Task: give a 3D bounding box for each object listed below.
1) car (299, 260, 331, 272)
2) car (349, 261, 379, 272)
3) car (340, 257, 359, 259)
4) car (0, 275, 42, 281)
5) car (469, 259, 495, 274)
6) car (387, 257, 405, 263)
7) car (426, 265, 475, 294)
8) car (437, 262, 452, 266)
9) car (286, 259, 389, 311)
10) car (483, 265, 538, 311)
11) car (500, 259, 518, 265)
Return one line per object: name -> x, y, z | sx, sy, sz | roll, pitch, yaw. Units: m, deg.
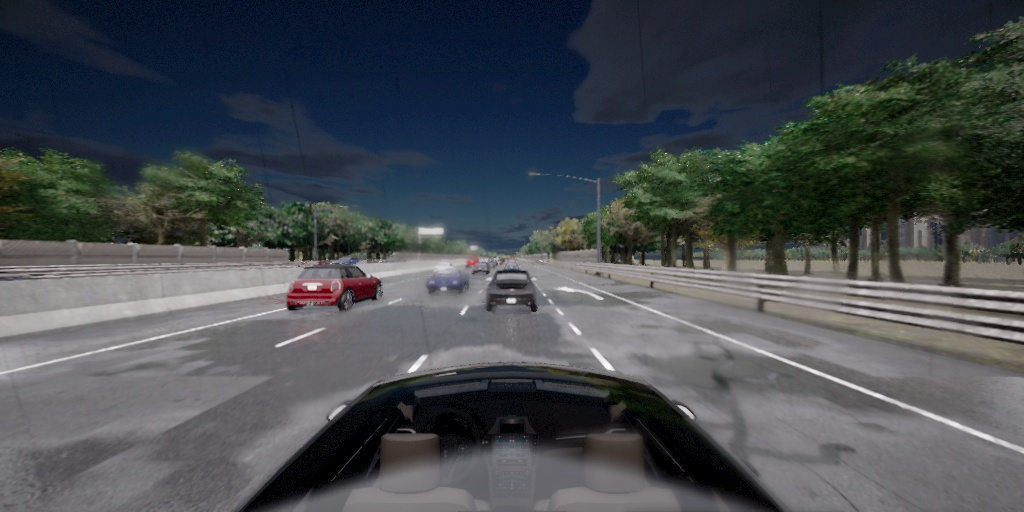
car -> -28.092, 1.398, 51.302 | 1.882, 1.535, 5.008 | 0, 0, 0
car -> -21.091, 1.467, 51.348 | 2.033, 1.411, 5.357 | 0, 0, 1
car -> -24.585, 1.150, 53.478 | 2.150, 2.045, 5.566 | 0, 0, 1
car -> -17.601, 1.346, 11.899 | 1.994, 1.385, 4.181 | 0, 0, 0
car -> -3.540, 1.431, 42.763 | 2.033, 1.411, 5.357 | 0, 0, 0
car -> -17.592, 1.149, 53.495 | 2.150, 2.045, 5.566 | 0, 0, 1
car -> -3.513, 1.408, 20.697 | 1.895, 1.301, 4.718 | 0, 0, 0
car -> -7.033, 1.392, 37.690 | 1.812, 1.442, 4.674 | 0, 0, 0
car -> -7.007, 1.139, 14.706 | 2.097, 1.767, 4.553 | 0, 0, 0
car -> -0.006, 1.293, 14.719 | 1.837, 1.490, 4.892 | 0, 0, 0
car -> -0.042, 1.437, 44.441 | 2.033, 1.411, 5.357 | 0, 0, 0
